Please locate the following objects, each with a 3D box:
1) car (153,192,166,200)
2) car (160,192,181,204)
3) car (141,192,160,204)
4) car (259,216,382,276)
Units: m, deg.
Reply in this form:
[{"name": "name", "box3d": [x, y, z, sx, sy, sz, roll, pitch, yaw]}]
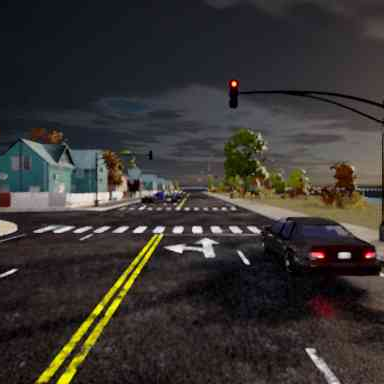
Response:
[{"name": "car", "box3d": [-6.327, 0.748, 65.037, 1.882, 1.535, 5.008, 0, 1, 1]}, {"name": "car", "box3d": [-3.181, 0.920, 49.950, 2.128, 1.511, 4.902, 0, 1, 0]}, {"name": "car", "box3d": [-6.431, 1.034, 49.568, 1.895, 1.301, 4.718, 0, 1, 0]}, {"name": "car", "box3d": [3.384, 1.426, 9.900, 2.033, 1.411, 5.357, 0, 1, 0]}]
